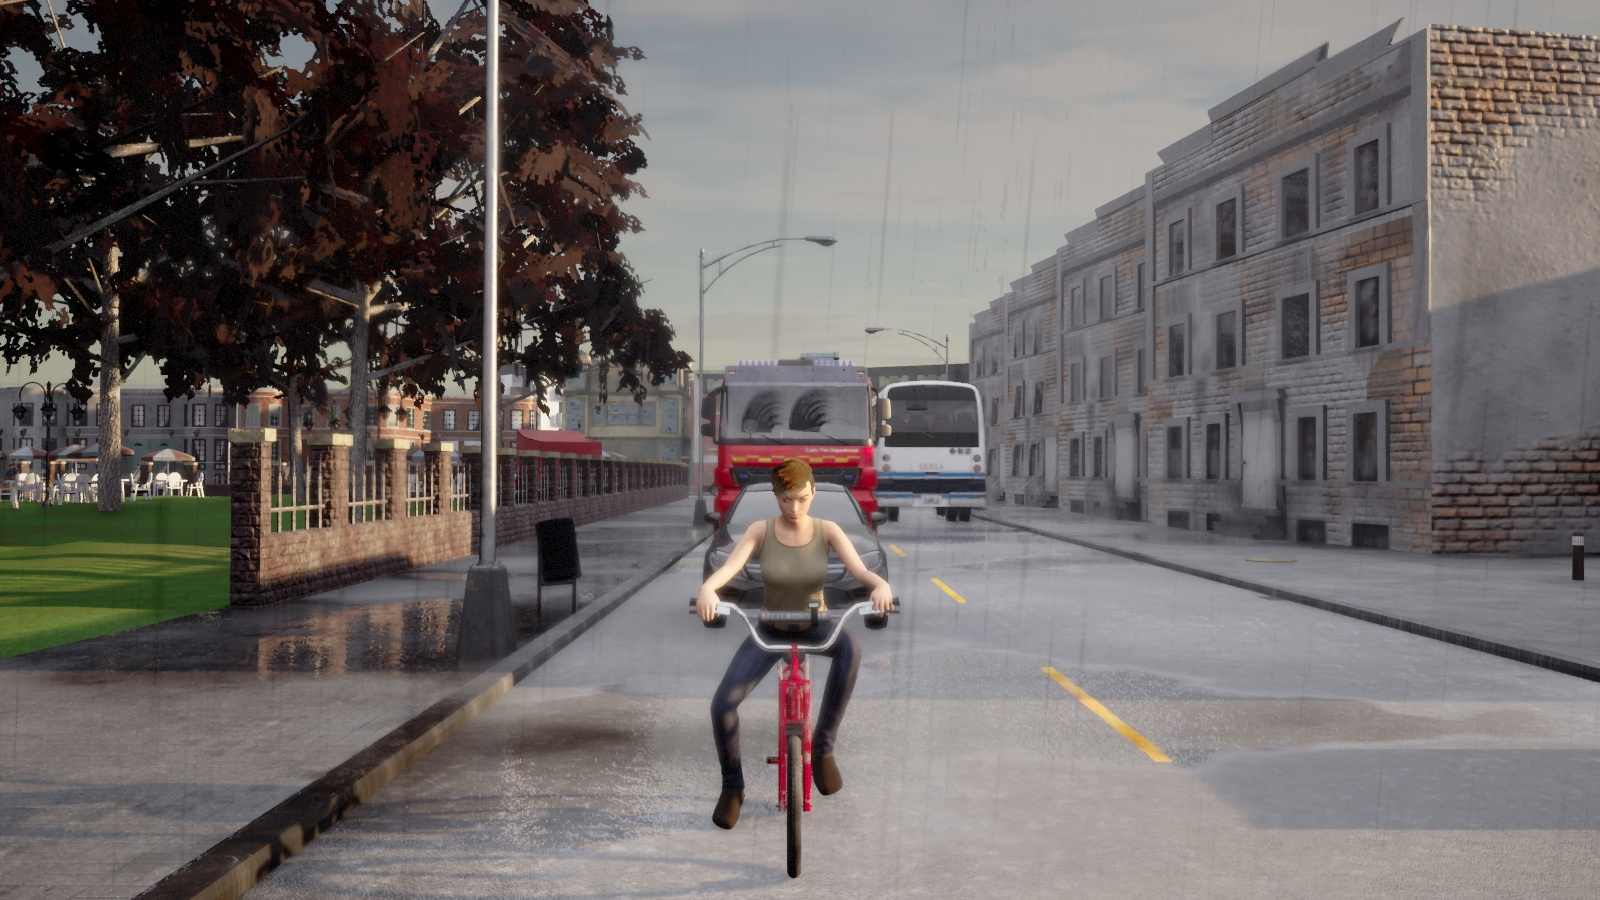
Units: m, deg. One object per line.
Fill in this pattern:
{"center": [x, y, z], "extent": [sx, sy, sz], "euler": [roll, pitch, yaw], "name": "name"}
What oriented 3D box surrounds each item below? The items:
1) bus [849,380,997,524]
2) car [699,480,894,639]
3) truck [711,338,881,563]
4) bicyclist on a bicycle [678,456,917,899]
{"center": [3.843, 0.133, 42.378], "extent": [3.944, 4.253, 10.273], "euler": [0, -1, 0], "name": "bus"}
{"center": [-0.041, 1.076, 14.025], "extent": [1.812, 1.442, 4.674], "euler": [0, -1, 0], "name": "car"}
{"center": [-0.086, 0.079, 25.617], "extent": [2.891, 3.827, 8.468], "euler": [0, -1, 0], "name": "truck"}
{"center": [-0.018, 0.841, 5.330], "extent": [0.866, 1.612, 1.509], "euler": [0, -1, -1], "name": "bicyclist on a bicycle"}
